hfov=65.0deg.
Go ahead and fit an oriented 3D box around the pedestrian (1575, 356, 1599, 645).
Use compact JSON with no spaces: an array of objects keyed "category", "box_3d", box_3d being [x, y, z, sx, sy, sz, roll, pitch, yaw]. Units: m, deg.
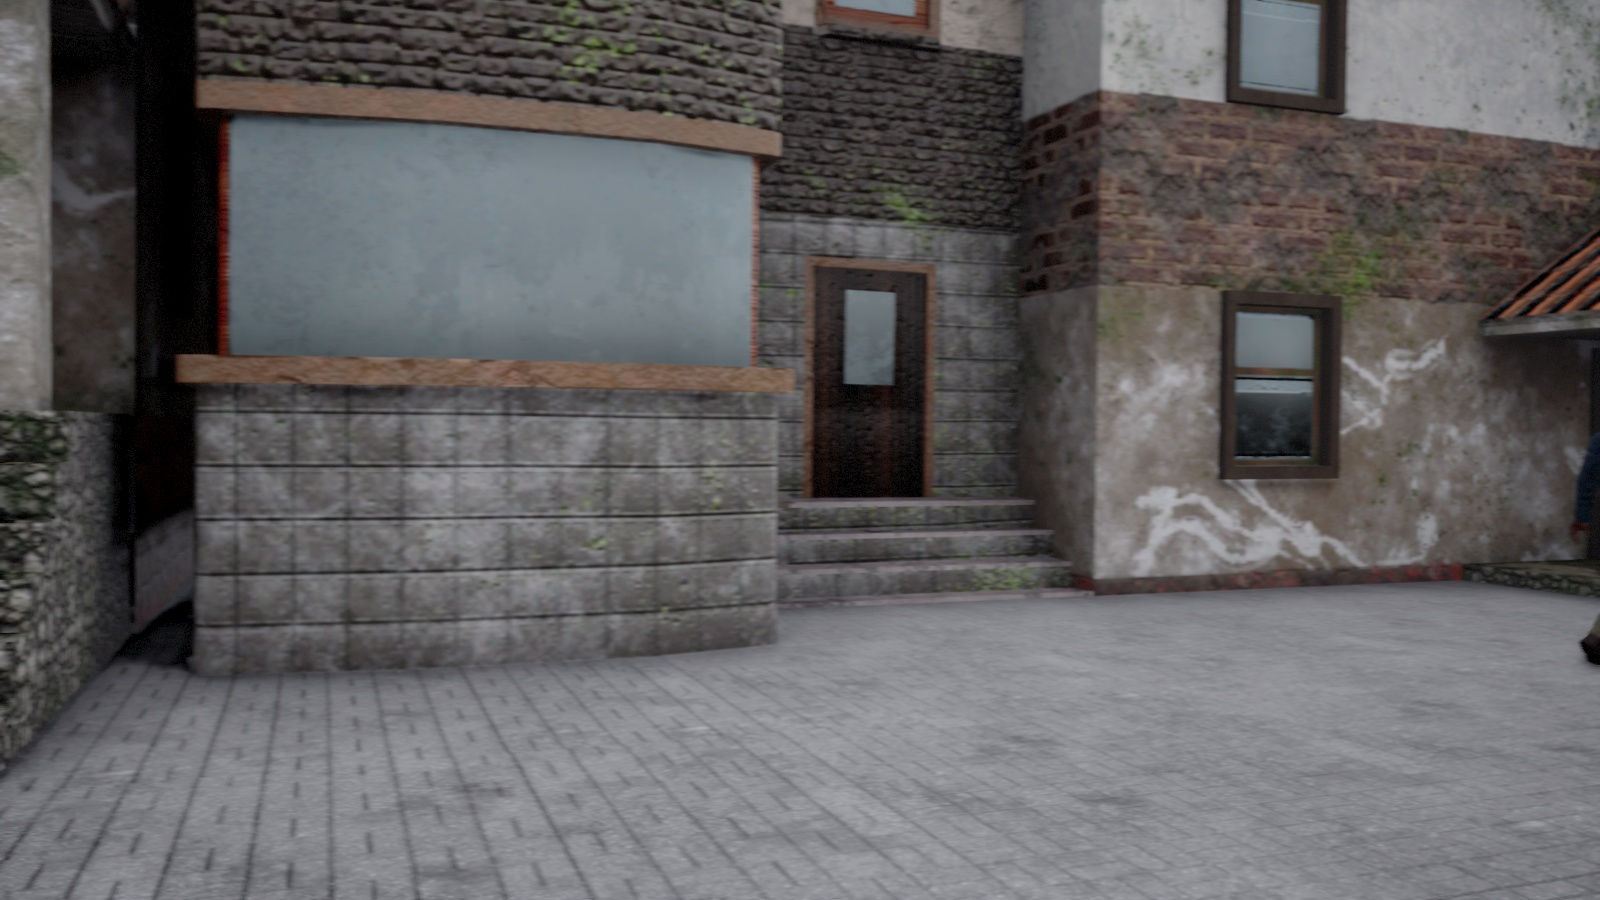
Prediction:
[{"category":"pedestrian","box_3d":[5.431,0.317,8.114,0.726,1.835,0.370,-1,1,-23]}]
